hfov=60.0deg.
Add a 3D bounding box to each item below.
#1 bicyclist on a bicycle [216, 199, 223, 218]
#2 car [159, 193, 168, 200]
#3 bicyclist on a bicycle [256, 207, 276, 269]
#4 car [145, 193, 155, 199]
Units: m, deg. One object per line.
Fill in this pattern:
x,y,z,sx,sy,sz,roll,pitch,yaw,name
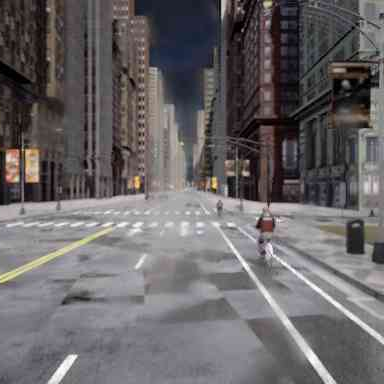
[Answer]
2.264,1.428,27.141,0.582,1.620,1.656,1,0,0,bicyclist on a bicycle
-6.528,0.993,77.121,2.033,1.411,5.357,0,0,0,car
2.242,1.352,10.232,0.659,1.776,1.843,0,0,0,bicyclist on a bicycle
-9.778,1.006,77.120,1.994,1.385,4.181,0,0,0,car
